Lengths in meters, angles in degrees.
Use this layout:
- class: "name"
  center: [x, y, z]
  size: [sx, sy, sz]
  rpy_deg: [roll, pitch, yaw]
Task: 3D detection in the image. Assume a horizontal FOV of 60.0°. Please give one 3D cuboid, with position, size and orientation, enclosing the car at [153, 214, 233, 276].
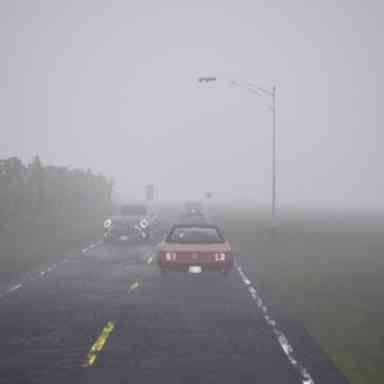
- class: "car"
  center: [0.094, 1.602, 10.334]
  size: [1.895, 1.301, 4.718]
  rpy_deg: [0, 0, 0]

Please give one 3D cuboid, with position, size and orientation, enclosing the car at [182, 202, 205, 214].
- class: "car"
  center: [0.119, 1.543, 28.967]
  size: [2.033, 1.411, 5.357]
  rpy_deg: [0, 0, 0]

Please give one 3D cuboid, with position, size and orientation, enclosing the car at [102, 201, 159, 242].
- class: "car"
  center: [-2.833, 1.341, 16.143]
  size: [2.097, 1.767, 4.553]
  rpy_deg: [0, 0, 0]
